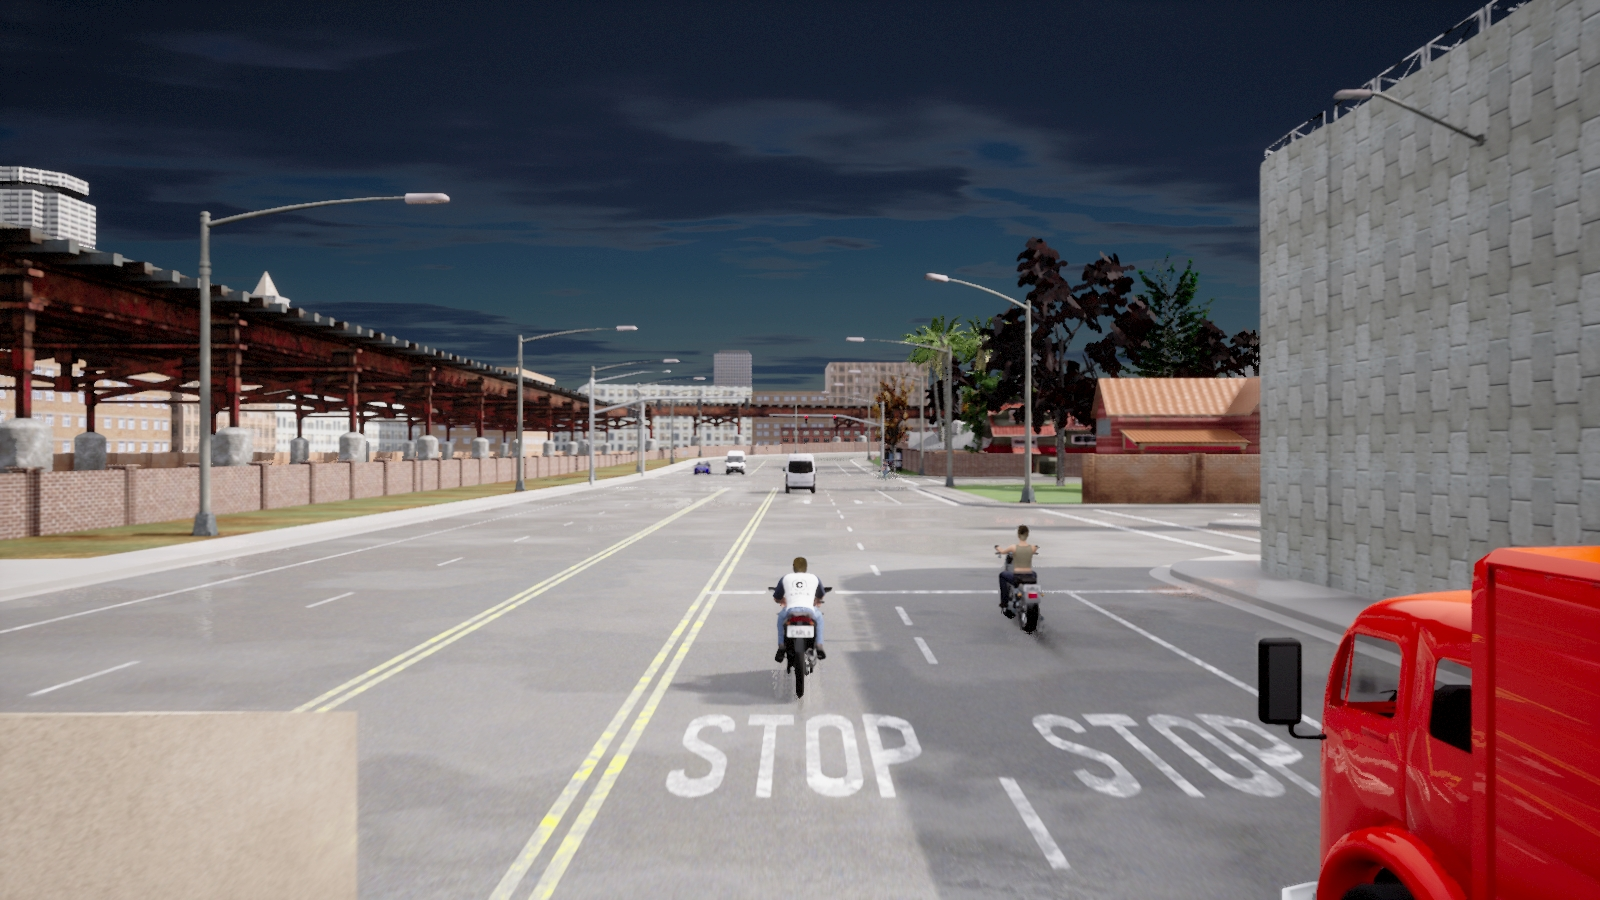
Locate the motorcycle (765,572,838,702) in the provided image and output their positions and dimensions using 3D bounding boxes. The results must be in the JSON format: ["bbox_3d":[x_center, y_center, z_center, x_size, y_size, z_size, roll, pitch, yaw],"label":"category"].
[{"bbox_3d":[0.020,2.172,13.628,0.803,1.224,2.033,0,0,0],"label":"motorcycle"}]

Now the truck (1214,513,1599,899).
[{"bbox_3d":[3.504,1.567,3.417,2.627,2.467,5.204,0,0,0],"label":"truck"}]

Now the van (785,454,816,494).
[{"bbox_3d":[0.007,1.528,75.482,1.988,2.561,5.915,0,0,-1],"label":"van"}]
